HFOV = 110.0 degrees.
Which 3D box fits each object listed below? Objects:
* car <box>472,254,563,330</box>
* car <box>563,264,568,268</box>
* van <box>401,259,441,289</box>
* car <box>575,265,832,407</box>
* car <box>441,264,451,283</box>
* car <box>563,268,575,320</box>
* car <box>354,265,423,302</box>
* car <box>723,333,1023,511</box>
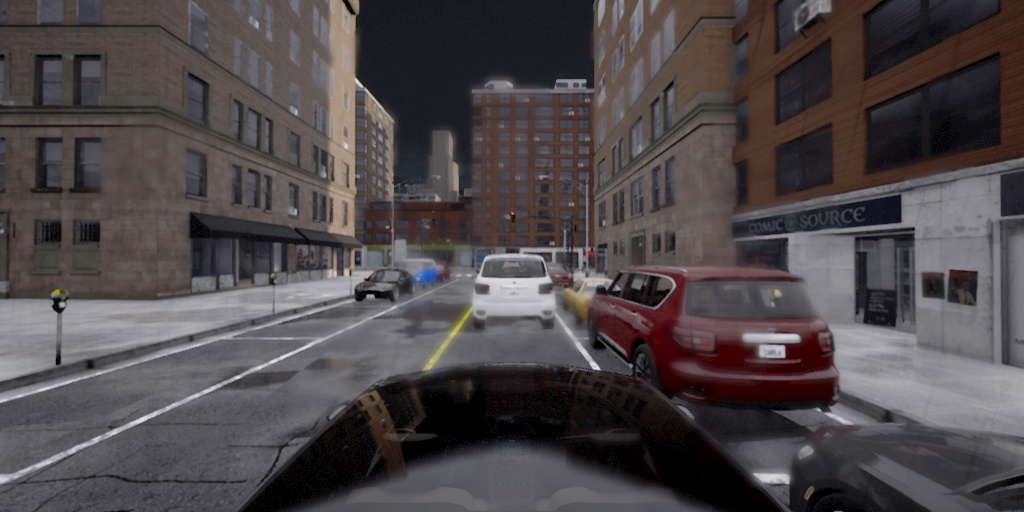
[{"bbox_3d":[0.026,0.966,11.214,2.150,2.045,5.566,0,0,-1],"label":"car"},{"bbox_3d":[2.651,1.183,22.525,1.967,1.591,4.097,0,0,0],"label":"car"},{"bbox_3d":[-5.874,1.084,22.519,1.690,1.789,3.998,0,0,0],"label":"van"},{"bbox_3d":[2.666,1.061,6.076,2.192,1.841,5.009,0,0,0],"label":"car"},{"bbox_3d":[-5.879,1.288,28.001,1.888,1.381,4.507,0,0,0],"label":"car"},{"bbox_3d":[2.661,1.270,11.729,1.751,1.417,4.829,0,0,0],"label":"car"},{"bbox_3d":[-5.870,1.309,17.036,1.948,1.339,4.313,0,0,0],"label":"car"},{"bbox_3d":[2.670,1.302,0.595,2.007,1.370,4.403,0,0,0],"label":"car"}]
